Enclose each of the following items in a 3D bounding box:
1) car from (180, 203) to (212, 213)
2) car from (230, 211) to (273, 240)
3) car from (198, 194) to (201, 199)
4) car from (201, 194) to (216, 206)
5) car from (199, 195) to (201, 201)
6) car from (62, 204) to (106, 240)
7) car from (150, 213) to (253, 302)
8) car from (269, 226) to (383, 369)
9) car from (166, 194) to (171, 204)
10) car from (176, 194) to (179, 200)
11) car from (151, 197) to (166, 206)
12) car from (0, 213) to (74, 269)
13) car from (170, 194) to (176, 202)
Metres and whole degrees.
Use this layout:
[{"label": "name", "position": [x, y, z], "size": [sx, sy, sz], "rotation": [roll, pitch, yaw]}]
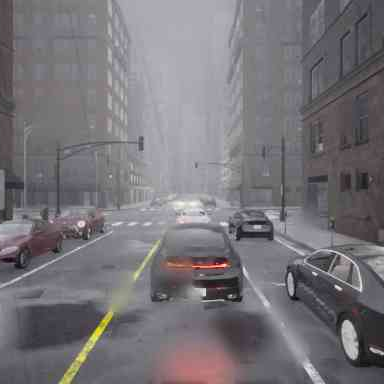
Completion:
[{"label": "car", "position": [0.078, 1.527, 17.382], "size": [1.812, 1.442, 4.674], "rotation": [0, 0, -1]}, {"label": "car", "position": [2.851, 1.567, 16.570], "size": [1.947, 1.339, 4.313], "rotation": [0, 0, 0]}, {"label": "car", "position": [2.908, 1.525, 75.296], "size": [1.967, 1.590, 4.097], "rotation": [0, 0, 0]}, {"label": "car", "position": [2.875, 1.476, 53.660], "size": [1.967, 1.590, 4.097], "rotation": [0, 0, 0]}, {"label": "car", "position": [2.892, 1.607, 64.478], "size": [2.008, 1.369, 4.403], "rotation": [0, 0, 0]}, {"label": "car", "position": [-5.675, 1.441, 16.568], "size": [1.967, 1.590, 4.097], "rotation": [0, 0, 0]}, {"label": "car", "position": [0.096, 1.505, 8.234], "size": [1.837, 1.490, 4.892], "rotation": [0, 0, 0]}, {"label": "car", "position": [2.854, 1.551, 5.568], "size": [2.008, 1.369, 4.403], "rotation": [0, 0, 0]}, {"label": "car", "position": [-5.633, 1.607, 64.488], "size": [2.008, 1.369, 4.403], "rotation": [0, 0, 0]}, {"label": "car", "position": [-5.593, 1.457, 91.531], "size": [2.192, 1.841, 5.009], "rotation": [0, 0, 0]}, {"label": "car", "position": [-5.650, 1.618, 53.671], "size": [1.802, 1.307, 4.206], "rotation": [0, 0, 0]}, {"label": "car", "position": [-5.673, 1.582, 11.067], "size": [1.802, 1.307, 4.206], "rotation": [0, 0, 0]}, {"label": "car", "position": [-5.609, 1.626, 80.544], "size": [1.752, 1.417, 4.829], "rotation": [0, 0, 0]}]
